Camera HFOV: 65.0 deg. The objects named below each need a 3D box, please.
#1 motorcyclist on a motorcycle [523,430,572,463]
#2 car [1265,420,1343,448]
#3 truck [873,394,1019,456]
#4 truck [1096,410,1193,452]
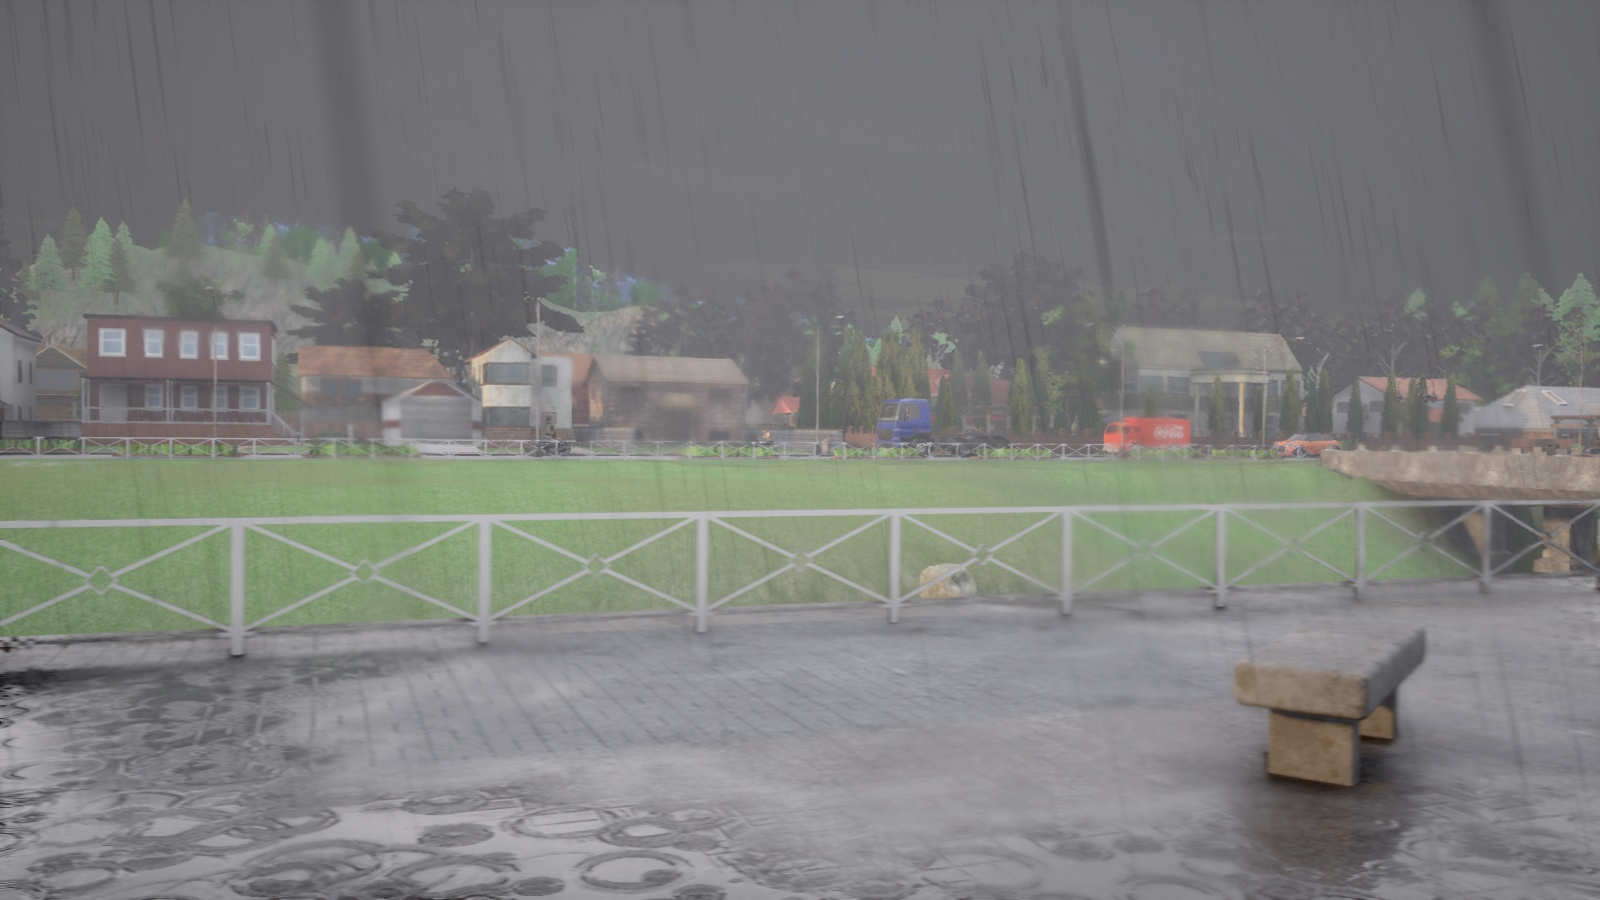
[{"bbox_3d":[-13.034,-0.165,64.817,2.350,1.649,0.766,-1,1,-21],"label":"motorcyclist on a motorcycle"},{"bbox_3d":[33.034,-1.040,82.295,4.553,1.767,2.097,-1,1,-21],"label":"car"},{"bbox_3d":[8.484,-1.463,72.970,7.936,3.462,2.891,-1,1,-21],"label":"truck"},{"bbox_3d":[21.353,-1.187,77.859,5.204,2.467,2.627,-1,1,-21],"label":"truck"}]
